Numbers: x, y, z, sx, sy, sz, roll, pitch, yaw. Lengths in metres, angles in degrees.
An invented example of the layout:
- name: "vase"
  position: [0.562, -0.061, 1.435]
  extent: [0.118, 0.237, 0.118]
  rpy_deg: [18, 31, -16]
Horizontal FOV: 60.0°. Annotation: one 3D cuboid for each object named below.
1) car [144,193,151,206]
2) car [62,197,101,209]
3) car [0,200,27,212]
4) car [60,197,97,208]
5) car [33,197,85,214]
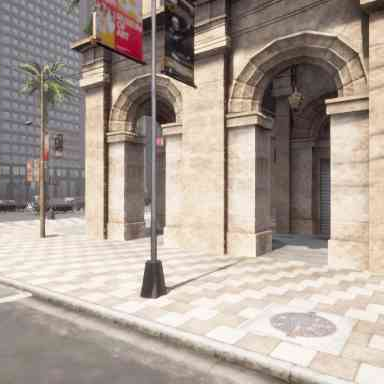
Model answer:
- name: "car"
  position: [-9.000, 1.221, 53.879]
  extent: [2.150, 2.045, 5.566]
  rpy_deg: [0, 0, 35]
- name: "car"
  position: [-15.065, 1.505, 45.447]
  extent: [1.837, 1.490, 4.892]
  rpy_deg: [0, 0, 36]
- name: "car"
  position: [-21.120, 1.601, 37.012]
  extent: [1.895, 1.301, 4.718]
  rpy_deg: [0, 0, 36]
- name: "car"
  position: [-16.515, 1.513, 48.729]
  extent: [2.161, 1.482, 4.786]
  rpy_deg: [0, 0, 35]
- name: "car"
  position: [-13.984, 1.491, 34.607]
  extent: [2.128, 1.511, 4.902]
  rpy_deg: [0, 0, 36]
